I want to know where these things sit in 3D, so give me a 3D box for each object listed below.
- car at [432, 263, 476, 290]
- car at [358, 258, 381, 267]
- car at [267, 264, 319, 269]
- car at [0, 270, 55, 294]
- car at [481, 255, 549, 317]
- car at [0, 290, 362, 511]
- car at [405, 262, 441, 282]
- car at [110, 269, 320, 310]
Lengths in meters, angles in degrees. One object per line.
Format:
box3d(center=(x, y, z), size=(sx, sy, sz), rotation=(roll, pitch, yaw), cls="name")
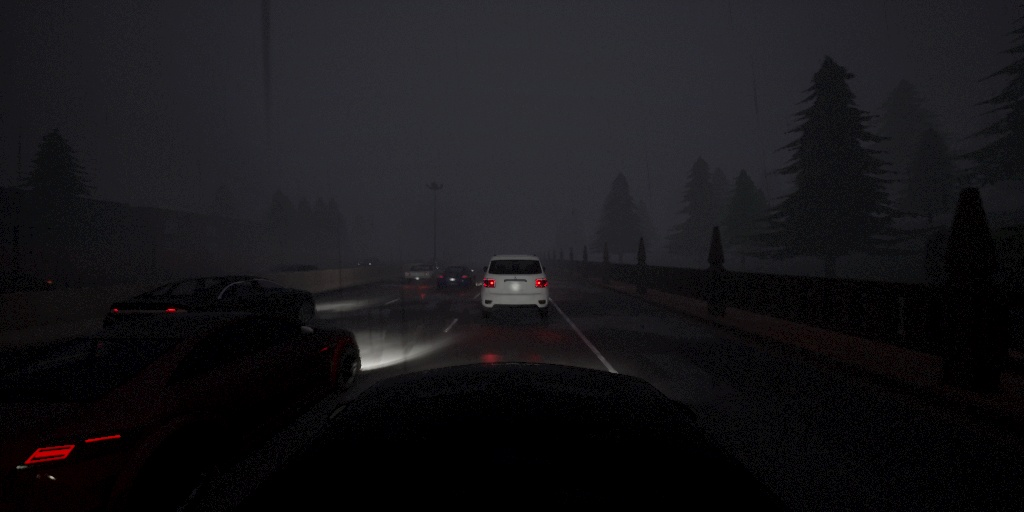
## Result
box3d(center=(-3.399, 1.315, 22.456), size=(1.994, 1.385, 4.181), rotation=(0, 0, 0), cls="car")
box3d(center=(-21.413, 1.111, 53.951), size=(2.097, 1.767, 4.553), rotation=(0, -1, -1), cls="car")
box3d(center=(-14.099, 1.258, 23.146), size=(1.837, 1.490, 4.892), rotation=(0, 0, 0), cls="car")
box3d(center=(-21.099, 1.278, 13.848), size=(1.812, 1.442, 4.674), rotation=(0, 0, 0), cls="car")
box3d(center=(0.100, 0.972, 13.275), size=(2.150, 2.045, 5.566), rotation=(0, 0, 0), cls="car")
box3d(center=(-3.400, 1.314, 4.070), size=(1.994, 1.385, 4.181), rotation=(0, 0, 0), cls="car")
box3d(center=(-6.899, 1.352, 28.398), size=(1.895, 1.301, 4.718), rotation=(0, 0, 0), cls="car")
box3d(center=(-6.899, 1.242, 8.955), size=(2.128, 1.511, 4.902), rotation=(0, 0, 0), cls="car")
